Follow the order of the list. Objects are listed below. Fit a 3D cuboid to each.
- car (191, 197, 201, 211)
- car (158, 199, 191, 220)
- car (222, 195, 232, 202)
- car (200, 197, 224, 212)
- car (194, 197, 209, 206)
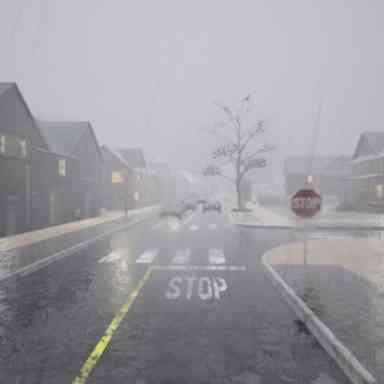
[{"bbox_3d":[-0.479,1.487,38.175,1.895,1.301,4.718,0,0,7],"label":"car"},{"bbox_3d":[-1.523,1.463,27.833,2.033,1.411,5.357,0,0,5],"label":"car"},{"bbox_3d":[7.127,1.292,68.129,1.882,1.535,5.008,0,0,12],"label":"car"},{"bbox_3d":[2.267,1.498,36.434,1.895,1.301,4.718,0,0,6],"label":"car"},{"bbox_3d":[1.557,1.446,52.870,1.895,1.301,4.718,0,0,9],"label":"car"}]
